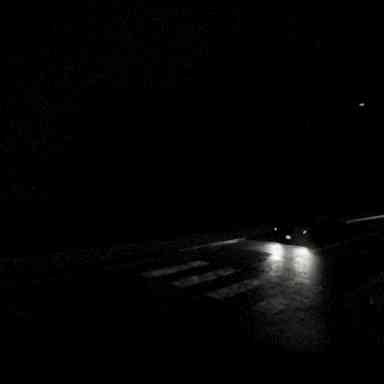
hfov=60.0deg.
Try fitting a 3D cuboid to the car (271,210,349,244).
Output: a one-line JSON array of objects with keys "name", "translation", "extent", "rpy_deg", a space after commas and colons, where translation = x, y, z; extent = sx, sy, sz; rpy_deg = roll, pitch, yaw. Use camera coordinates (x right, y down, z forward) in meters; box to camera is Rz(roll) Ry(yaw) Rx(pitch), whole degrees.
[{"name": "car", "translation": [6.040, 1.605, 16.480], "extent": [2.033, 1.411, 5.357], "rpy_deg": [2, 1, 43]}]
